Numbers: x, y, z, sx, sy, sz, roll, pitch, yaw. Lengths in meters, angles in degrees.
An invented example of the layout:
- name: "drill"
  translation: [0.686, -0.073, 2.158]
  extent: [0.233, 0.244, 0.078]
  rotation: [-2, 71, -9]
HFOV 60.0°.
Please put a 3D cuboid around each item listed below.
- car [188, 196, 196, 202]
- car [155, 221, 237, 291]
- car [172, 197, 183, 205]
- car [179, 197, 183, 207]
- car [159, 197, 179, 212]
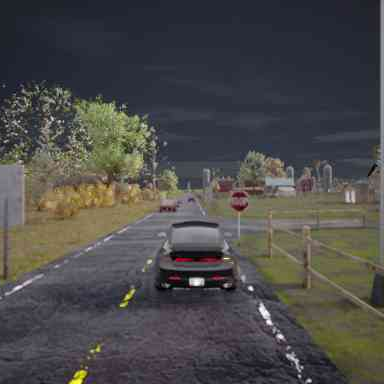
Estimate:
- name: "car"
  translation: [-0.088, 1.710, 80.747]
  extent: [1.837, 1.490, 4.892]
  rotation: [0, 0, 0]
- name: "car"
  translation: [0.089, 1.541, 9.080]
  extent: [1.837, 1.490, 4.892]
  rotation: [0, 0, 0]
- name: "car"
  translation: [-2.848, 1.695, 66.545]
  extent: [1.837, 1.490, 4.892]
  rotation: [0, 0, 1]
- name: "car"
  translation: [-2.889, 1.654, 51.715]
  extent: [2.128, 1.511, 4.902]
  rotation: [0, 0, 0]
- name: "car"
  translation: [-2.891, 1.613, 40.538]
  extent: [1.882, 1.535, 5.008]
  rotation: [0, 0, 0]
